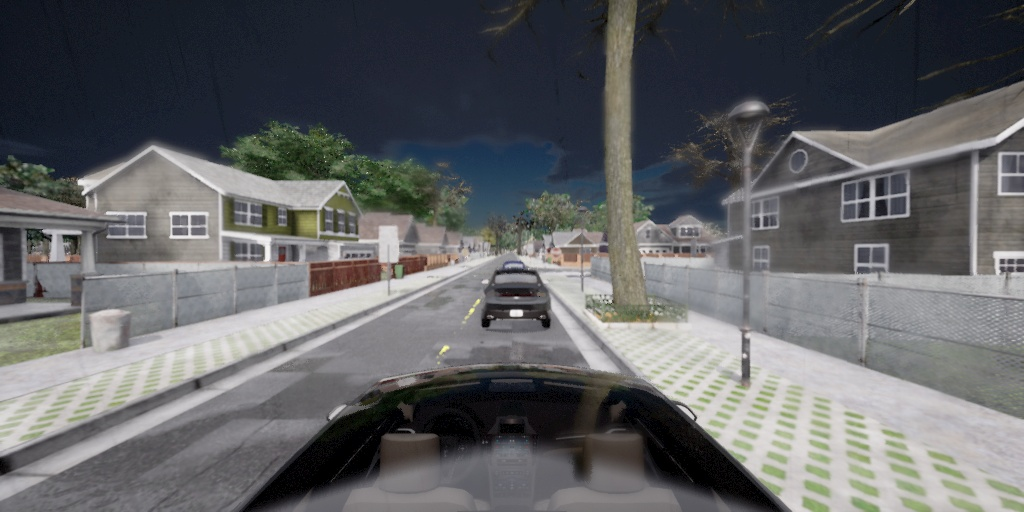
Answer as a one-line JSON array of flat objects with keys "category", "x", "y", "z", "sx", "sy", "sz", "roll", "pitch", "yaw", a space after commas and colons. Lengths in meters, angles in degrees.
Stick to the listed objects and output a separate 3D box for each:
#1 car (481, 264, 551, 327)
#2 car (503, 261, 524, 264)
[{"category": "car", "x": 0.107, "y": 1.131, "z": 10.970, "sx": 1.837, "sy": 1.490, "sz": 4.892, "roll": 0, "pitch": 0, "yaw": 0}, {"category": "car", "x": 0.114, "y": 1.004, "z": 22.530, "sx": 1.812, "sy": 1.442, "sz": 4.674, "roll": 0, "pitch": 1, "yaw": 0}]
